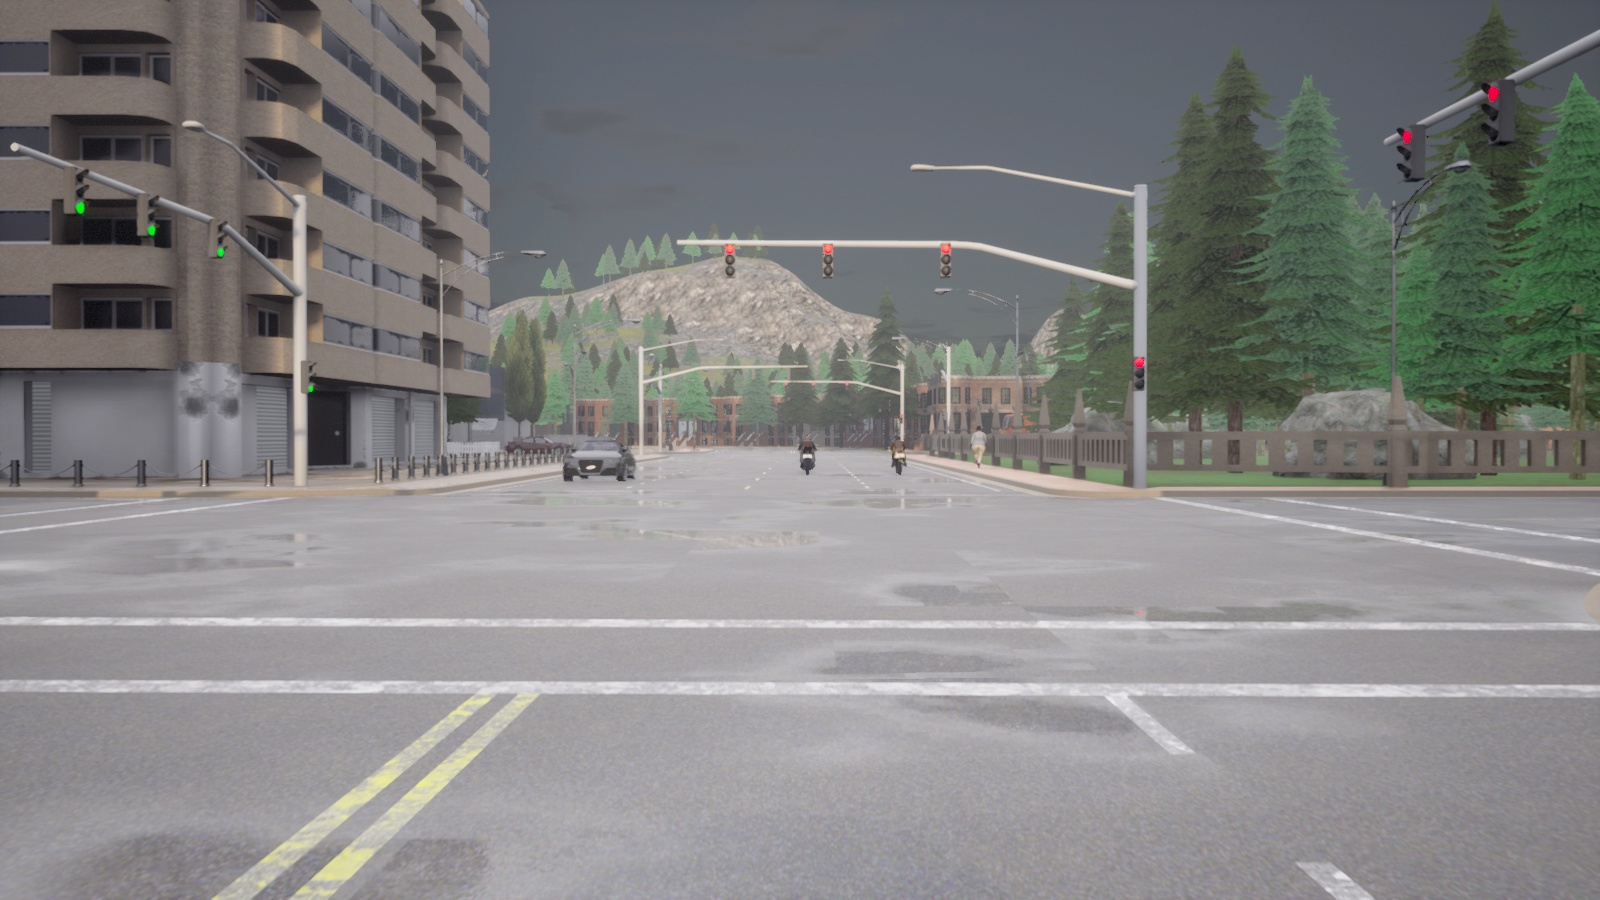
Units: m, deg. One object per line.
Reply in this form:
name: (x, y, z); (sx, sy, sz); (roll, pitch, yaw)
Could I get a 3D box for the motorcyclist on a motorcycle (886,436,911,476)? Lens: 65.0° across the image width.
motorcyclist on a motorcycle: (3.788, 0.206, 48.372); (0.797, 1.523, 2.044); (0, 1, 0)

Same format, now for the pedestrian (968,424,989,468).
pedestrian: (7.565, -0.167, 53.157); (0.874, 1.855, 0.900); (0, 1, 9)

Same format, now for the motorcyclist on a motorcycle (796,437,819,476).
motorcyclist on a motorcycle: (0.294, 0.244, 49.487); (0.866, 1.530, 2.191); (0, 1, 0)

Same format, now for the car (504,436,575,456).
car: (-19.795, -0.329, 95.533); (5.008, 1.535, 1.882); (0, 1, 0)

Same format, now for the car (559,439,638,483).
car: (-6.746, 0.344, 42.415); (1.994, 1.385, 4.181); (0, 1, 0)
